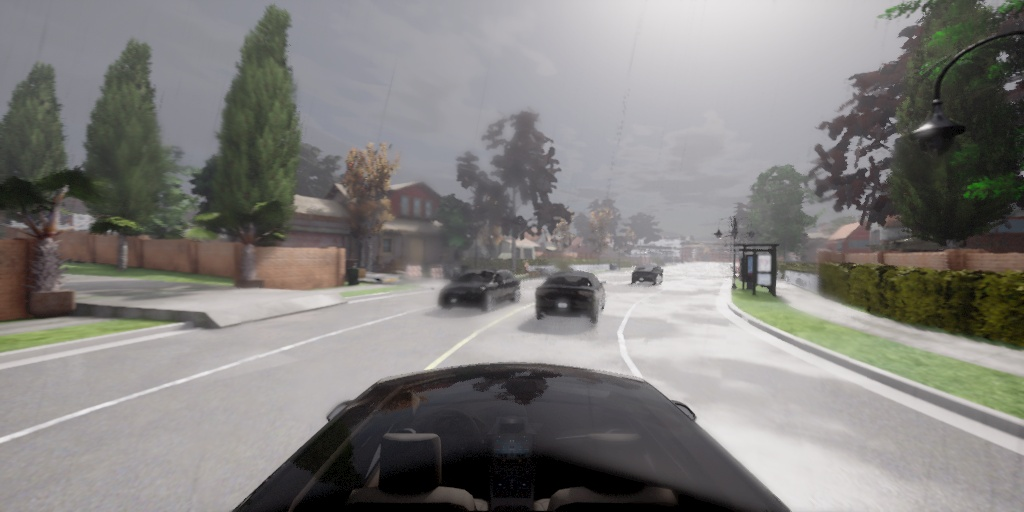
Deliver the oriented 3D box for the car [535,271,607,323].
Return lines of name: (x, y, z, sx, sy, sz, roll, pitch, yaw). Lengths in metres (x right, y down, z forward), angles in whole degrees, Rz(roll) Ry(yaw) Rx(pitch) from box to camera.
car: (2.197, 1.275, 12.569, 1.882, 1.535, 5.008, 0, 0, 18)

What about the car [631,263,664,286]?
car: (10.997, 1.525, 29.067, 1.837, 1.490, 4.892, 1, 0, 31)

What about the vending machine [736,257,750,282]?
vending machine: (24.926, 1.482, 38.968, 1.100, 2.100, 0.880, 0, 0, 31)

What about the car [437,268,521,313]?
car: (-1.105, 1.265, 14.250, 1.837, 1.490, 4.892, 0, 0, 20)
